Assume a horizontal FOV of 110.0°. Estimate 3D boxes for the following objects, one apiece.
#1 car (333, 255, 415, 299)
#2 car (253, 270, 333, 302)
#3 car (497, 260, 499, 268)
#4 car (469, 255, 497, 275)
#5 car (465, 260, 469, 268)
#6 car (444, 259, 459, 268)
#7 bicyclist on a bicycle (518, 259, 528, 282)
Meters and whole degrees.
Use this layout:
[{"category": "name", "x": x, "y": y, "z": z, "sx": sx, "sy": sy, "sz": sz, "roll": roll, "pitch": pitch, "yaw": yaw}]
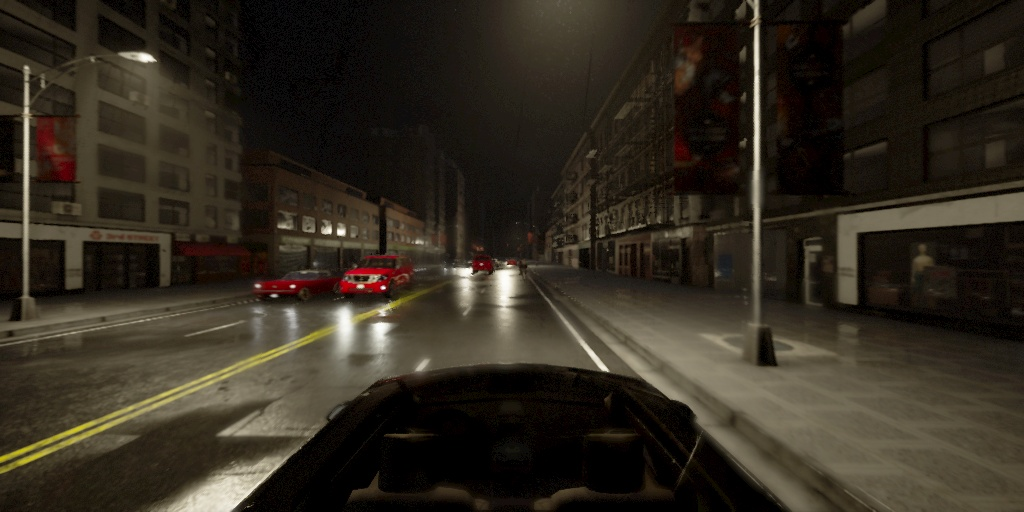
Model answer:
[{"category": "car", "x": -6.596, "y": 0.964, "z": 18.385, "sx": 2.150, "sy": 2.045, "sz": 5.566, "roll": 0, "pitch": 0, "yaw": 0}, {"category": "car", "x": -9.847, "y": 1.344, "z": 17.074, "sx": 1.895, "sy": 1.301, "sz": 4.718, "roll": 0, "pitch": 0, "yaw": 0}, {"category": "car", "x": -3.141, "y": 1.231, "z": 61.325, "sx": 1.812, "sy": 1.442, "sz": 4.674, "roll": 0, "pitch": 0, "yaw": 0}, {"category": "car", "x": -3.143, "y": 0.952, "z": 39.825, "sx": 2.150, "sy": 2.045, "sz": 5.566, "roll": 0, "pitch": 0, "yaw": 0}, {"category": "car", "x": -6.539, "y": 1.272, "z": 58.983, "sx": 1.994, "sy": 1.385, "sz": 4.181, "roll": 0, "pitch": 0, "yaw": 1}, {"category": "car", "x": -9.789, "y": 1.213, "z": 58.526, "sx": 1.837, "sy": 1.490, "sz": 4.892, "roll": 0, "pitch": 0, "yaw": 1}, {"category": "bicyclist on a bicycle", "x": 0.897, "y": 1.110, "z": 26.753, "sx": 0.659, "sy": 1.776, "sz": 1.843, "roll": 0, "pitch": 0, "yaw": 0}]
